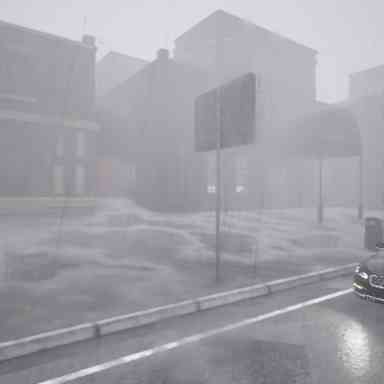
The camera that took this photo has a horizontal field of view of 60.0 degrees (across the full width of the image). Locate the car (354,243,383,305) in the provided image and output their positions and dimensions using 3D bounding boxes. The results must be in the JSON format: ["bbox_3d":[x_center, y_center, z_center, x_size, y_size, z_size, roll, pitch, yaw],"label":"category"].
[{"bbox_3d":[5.465,1.545,7.279,4.892,1.490,1.837,0,0,-36],"label":"car"}]
